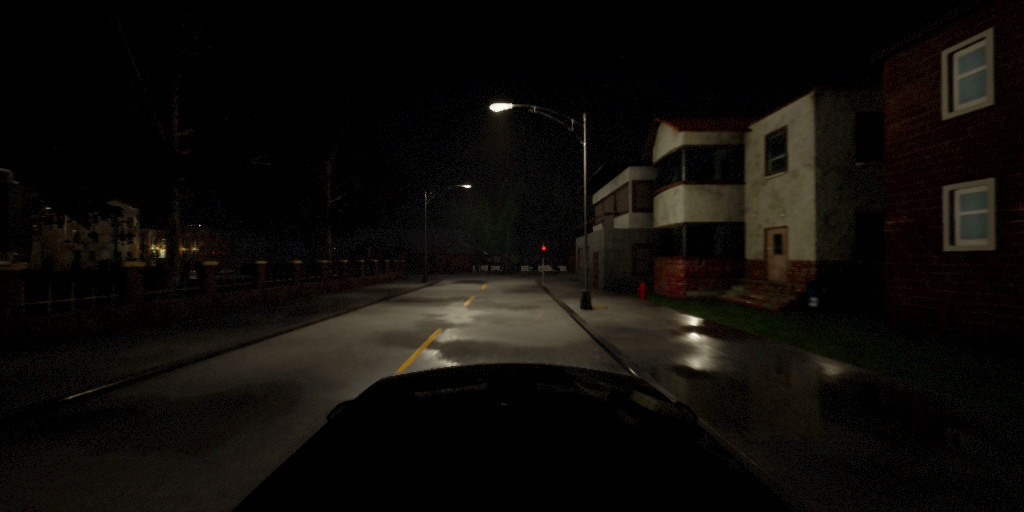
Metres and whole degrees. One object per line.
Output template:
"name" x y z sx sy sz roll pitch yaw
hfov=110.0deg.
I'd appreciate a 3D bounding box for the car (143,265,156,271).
"car" -40.994 1.649 39.911 4.718 1.301 1.895 0 0 0
